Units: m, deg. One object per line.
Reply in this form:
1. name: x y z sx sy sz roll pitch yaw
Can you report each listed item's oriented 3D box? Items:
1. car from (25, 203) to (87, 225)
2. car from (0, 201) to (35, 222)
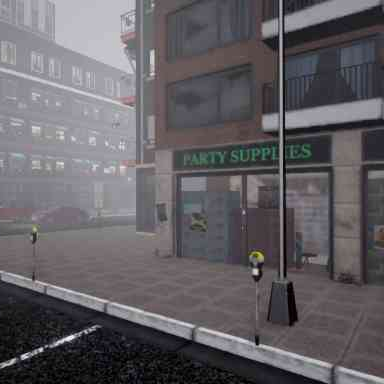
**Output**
1. car: -10.994 1.867 27.815 1.812 1.442 4.674 0 -1 35
2. car: -14.946 1.609 26.706 2.192 1.841 5.009 -1 -2 35
